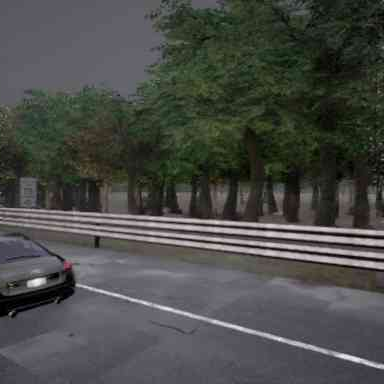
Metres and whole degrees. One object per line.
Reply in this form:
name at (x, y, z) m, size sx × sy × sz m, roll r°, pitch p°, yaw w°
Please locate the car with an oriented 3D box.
car at (-4.338, 1.543, 6.963) m, size 4.181 × 1.385 × 1.994 m, roll 0°, pitch 0°, yaw 36°
